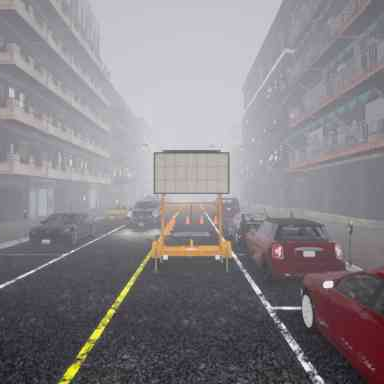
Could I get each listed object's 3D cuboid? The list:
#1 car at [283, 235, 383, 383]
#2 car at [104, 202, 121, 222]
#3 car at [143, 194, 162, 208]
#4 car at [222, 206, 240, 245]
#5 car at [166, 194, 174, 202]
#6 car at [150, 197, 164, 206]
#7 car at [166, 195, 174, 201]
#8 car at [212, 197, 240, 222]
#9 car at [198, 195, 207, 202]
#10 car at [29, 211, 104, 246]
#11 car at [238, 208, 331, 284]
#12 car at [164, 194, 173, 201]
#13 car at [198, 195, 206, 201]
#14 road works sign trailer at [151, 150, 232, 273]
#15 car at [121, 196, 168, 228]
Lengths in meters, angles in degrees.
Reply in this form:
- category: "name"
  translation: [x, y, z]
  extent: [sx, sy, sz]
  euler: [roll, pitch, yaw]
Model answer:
- category: "car"
  translation: [2.687, 1.545, 3.912]
  extent: [1.887, 1.381, 4.507]
  euler: [0, 0, 0]
- category: "car"
  translation: [-5.722, 1.523, 26.280]
  extent: [1.752, 1.417, 4.829]
  euler: [0, 0, 0]
- category: "car"
  translation: [-5.750, 1.305, 48.997]
  extent: [2.192, 1.841, 5.009]
  euler: [0, 0, 0]
- category: "car"
  translation: [2.673, 1.550, 15.185]
  extent: [2.008, 1.369, 4.403]
  euler: [0, 0, 0]
- category: "car"
  translation: [-5.785, 1.292, 77.179]
  extent: [2.192, 1.841, 5.009]
  euler: [0, 0, 0]
- category: "car"
  translation: [-5.759, 1.570, 54.634]
  extent: [1.802, 1.307, 4.206]
  euler: [0, 0, 0]
- category: "car"
  translation: [-5.801, 1.516, 88.452]
  extent: [1.887, 1.381, 4.507]
  euler: [0, 0, 0]
- category: "car"
  translation: [2.660, 1.312, 26.458]
  extent: [2.192, 1.841, 5.009]
  euler: [0, 0, 0]
- category: "car"
  translation: [2.594, 1.503, 77.356]
  extent: [1.752, 1.417, 4.829]
  euler: [0, 0, 0]
- category: "car"
  translation: [-5.708, 1.565, 15.177]
  extent: [1.947, 1.339, 4.313]
  euler: [0, 0, 0]
- category: "car"
  translation: [2.680, 1.440, 9.549]
  extent: [1.967, 1.590, 4.097]
  euler: [0, 0, 0]
- category: "car"
  translation: [-5.794, 1.414, 82.814]
  extent: [1.967, 1.590, 4.097]
  euler: [0, 0, 0]
- category: "car"
  translation: [2.580, 1.516, 88.458]
  extent: [1.887, 1.381, 4.507]
  euler: [0, 0, 0]
- category: "road works sign trailer"
  translation: [-0.013, 0.464, 10.678]
  extent: [2.380, 3.560, 2.880]
  euler: [0, 0, 0]
- category: "car"
  translation: [-3.027, 1.350, 22.151]
  extent: [2.097, 1.767, 4.553]
  euler: [0, 0, 0]
